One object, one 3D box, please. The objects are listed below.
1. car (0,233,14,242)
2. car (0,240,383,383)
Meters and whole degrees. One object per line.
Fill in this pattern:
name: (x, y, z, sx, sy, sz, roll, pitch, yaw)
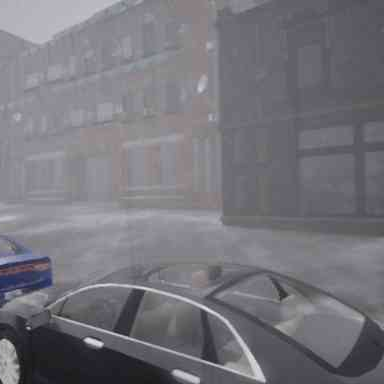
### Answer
car: (-4.873, 1.486, 6.704, 5.008, 1.535, 2.097, 0, 0, 35)
car: (-0.301, 1.483, 3.536, 4.892, 1.521, 2.231, 0, 0, 35)
